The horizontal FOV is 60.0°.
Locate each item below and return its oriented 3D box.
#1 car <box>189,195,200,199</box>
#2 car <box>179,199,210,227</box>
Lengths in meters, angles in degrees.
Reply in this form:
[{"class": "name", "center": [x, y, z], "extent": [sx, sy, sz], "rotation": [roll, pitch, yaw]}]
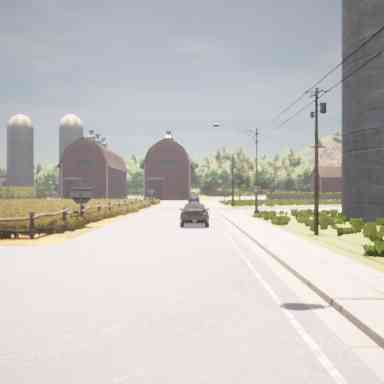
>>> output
[{"class": "car", "center": [0.466, 1.321, 65.578], "extent": [2.097, 1.767, 4.553], "rotation": [0, 0, 3]}, {"class": "car", "center": [0.173, 1.495, 22.594], "extent": [1.837, 1.490, 4.892], "rotation": [0, 0, 0]}]
